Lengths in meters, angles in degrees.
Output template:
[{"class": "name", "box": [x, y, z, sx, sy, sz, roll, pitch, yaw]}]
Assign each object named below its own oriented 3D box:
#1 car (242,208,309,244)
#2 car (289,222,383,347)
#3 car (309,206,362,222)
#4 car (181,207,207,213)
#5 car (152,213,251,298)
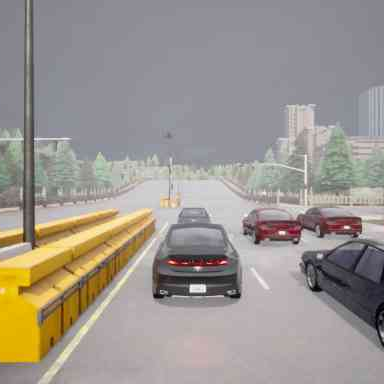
[{"class": "car", "box": [3.598, 1.478, 15.729, 1.882, 1.535, 5.008, 0, 0, 0]}, {"class": "car", "box": [3.594, 1.547, 5.904, 2.033, 1.411, 5.357, 0, 0, 0]}, {"class": "car", "box": [7.097, 1.478, 17.716, 1.882, 1.535, 5.008, 0, 0, 0]}, {"class": "car", "box": [0.097, 1.547, 18.192, 2.033, 1.411, 5.357, 0, 0, 0]}, {"class": "car", "box": [0.101, 1.505, 8.461, 1.837, 1.490, 4.892, 0, 0, 0]}]
